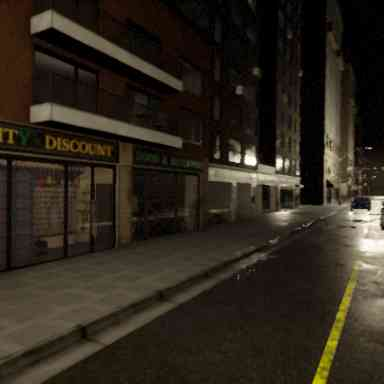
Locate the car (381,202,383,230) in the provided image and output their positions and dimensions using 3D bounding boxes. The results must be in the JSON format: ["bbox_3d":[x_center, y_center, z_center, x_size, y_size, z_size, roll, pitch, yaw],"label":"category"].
[{"bbox_3d":[11.962,1.494,19.173,1.895,1.301,4.718,1,1,30],"label":"car"}]

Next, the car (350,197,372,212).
[{"bbox_3d":[18.276,1.256,35.849,1.882,1.535,5.008,1,1,30],"label":"car"}]
